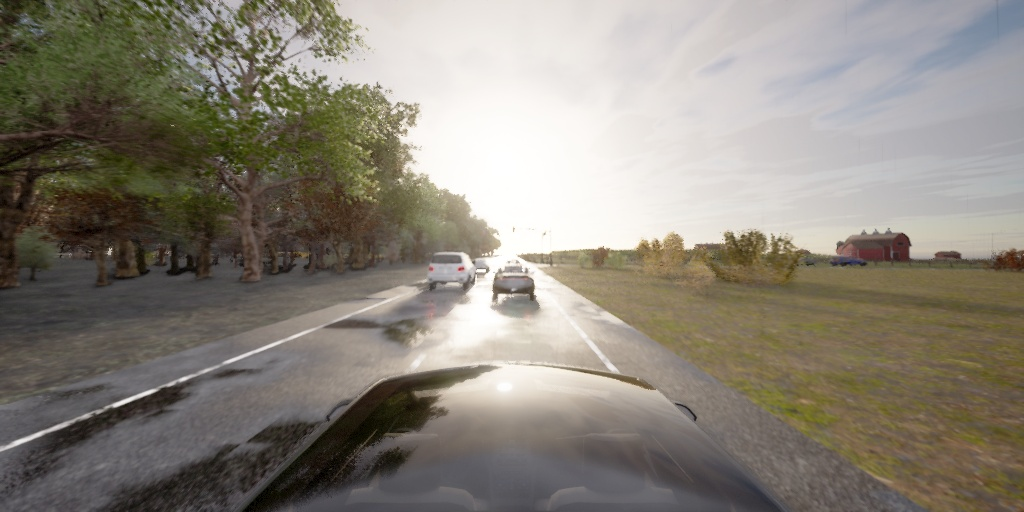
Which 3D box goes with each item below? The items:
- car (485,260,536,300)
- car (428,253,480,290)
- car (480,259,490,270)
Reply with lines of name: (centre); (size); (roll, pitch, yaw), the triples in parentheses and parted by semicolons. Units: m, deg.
car: (0.077, 1.132, 16.838); (2.128, 1.511, 4.902); (0, 1, 0)
car: (-3.403, 0.826, 21.098); (2.150, 2.045, 5.566); (0, 0, 0)
car: (-3.390, 0.995, 38.943); (1.812, 1.442, 4.674); (0, 0, 0)
